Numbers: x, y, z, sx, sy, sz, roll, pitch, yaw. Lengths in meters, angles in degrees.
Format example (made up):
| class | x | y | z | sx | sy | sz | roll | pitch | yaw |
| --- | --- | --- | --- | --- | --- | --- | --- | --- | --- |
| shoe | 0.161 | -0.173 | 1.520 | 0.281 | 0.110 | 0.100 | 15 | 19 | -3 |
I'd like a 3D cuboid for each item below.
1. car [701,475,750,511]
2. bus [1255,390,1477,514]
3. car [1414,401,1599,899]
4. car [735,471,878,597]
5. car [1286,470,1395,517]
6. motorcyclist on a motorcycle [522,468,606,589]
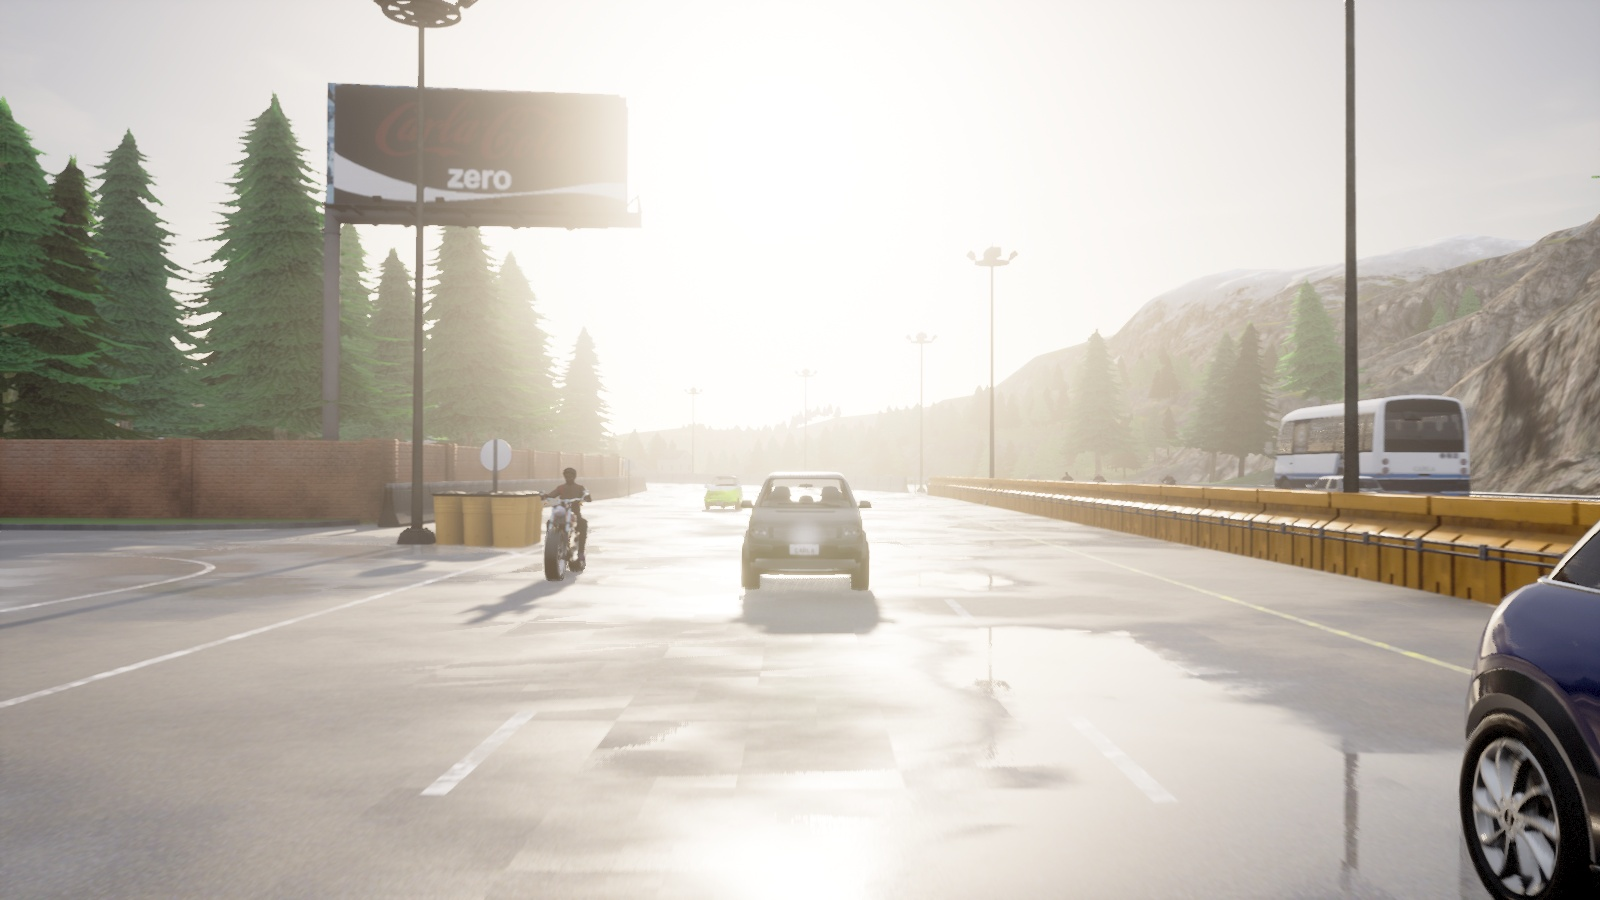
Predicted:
| class | x | y | z | sx | sy | sz | roll | pitch | yaw |
| --- | --- | --- | --- | --- | --- | --- | --- | --- | --- |
| car | -2.961 | 1.722 | 50.300 | 1.481 | 1.376 | 2.207 | -2 | -2 | 10 |
| bus | 21.362 | 0.162 | 48.417 | 3.944 | 4.253 | 10.273 | 0 | -1 | 1 |
| car | 3.493 | 0.706 | 2.701 | 2.097 | 1.767 | 4.553 | 0 | -1 | 0 |
| car | 0.093 | 1.084 | 17.633 | 1.789 | 1.549 | 3.705 | 0 | -1 | 1 |
| car | 17.805 | 1.403 | 41.537 | 1.970 | 1.475 | 3.806 | 0 | -1 | 0 |
| motorcyclist on a motorcycle | -3.401 | 1.085 | 18.327 | 0.766 | 1.649 | 2.350 | 0 | -1 | 1 |
